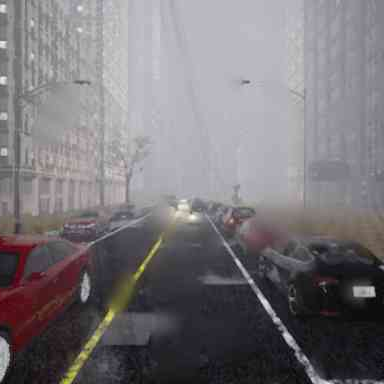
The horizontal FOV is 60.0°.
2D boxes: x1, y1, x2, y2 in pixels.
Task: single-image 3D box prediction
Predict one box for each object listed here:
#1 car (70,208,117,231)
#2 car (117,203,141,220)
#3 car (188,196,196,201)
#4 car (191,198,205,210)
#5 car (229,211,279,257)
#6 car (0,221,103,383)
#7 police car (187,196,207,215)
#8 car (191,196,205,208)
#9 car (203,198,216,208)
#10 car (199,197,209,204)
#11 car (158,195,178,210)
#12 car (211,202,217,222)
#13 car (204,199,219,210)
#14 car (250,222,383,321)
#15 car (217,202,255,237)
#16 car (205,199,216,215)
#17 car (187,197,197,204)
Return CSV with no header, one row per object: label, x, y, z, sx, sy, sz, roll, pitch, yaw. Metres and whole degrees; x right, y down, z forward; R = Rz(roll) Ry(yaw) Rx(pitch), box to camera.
car,-5.699,1.657,18.544,1.802,1.307,4.206,-1,0,0
car,-5.701,1.686,29.826,1.947,1.339,4.313,-1,0,0
car,-0.006,1.764,91.728,1.994,1.385,4.181,0,0,0
car,0.816,1.692,46.734,1.837,1.490,4.892,0,0,0
car,2.681,1.635,12.901,1.802,1.307,4.206,-1,0,0
car,-3.101,1.500,5.319,1.882,1.535,5.008,0,0,0
police car,0.603,1.573,36.801,1.930,1.638,5.238,0,0,-5
car,0.845,1.560,52.705,2.097,1.767,4.553,0,0,0
car,2.679,1.734,52.570,1.752,1.417,4.829,-1,0,0
car,2.678,1.837,74.972,1.887,1.381,4.507,-1,0,0
car,-3.083,1.407,46.674,2.150,2.045,5.566,0,0,0
car,2.681,1.664,24.186,1.947,1.339,4.313,-1,0,0
car,2.679,1.731,46.757,1.887,1.381,4.507,-1,0,0
car,2.682,1.596,7.259,1.947,1.339,4.313,-1,0,0
car,2.680,1.515,18.544,1.967,1.590,4.097,-1,0,0
car,2.680,1.708,35.472,1.947,1.339,4.313,-1,0,0
car,-0.004,1.706,71.069,1.994,1.385,4.181,0,0,0
